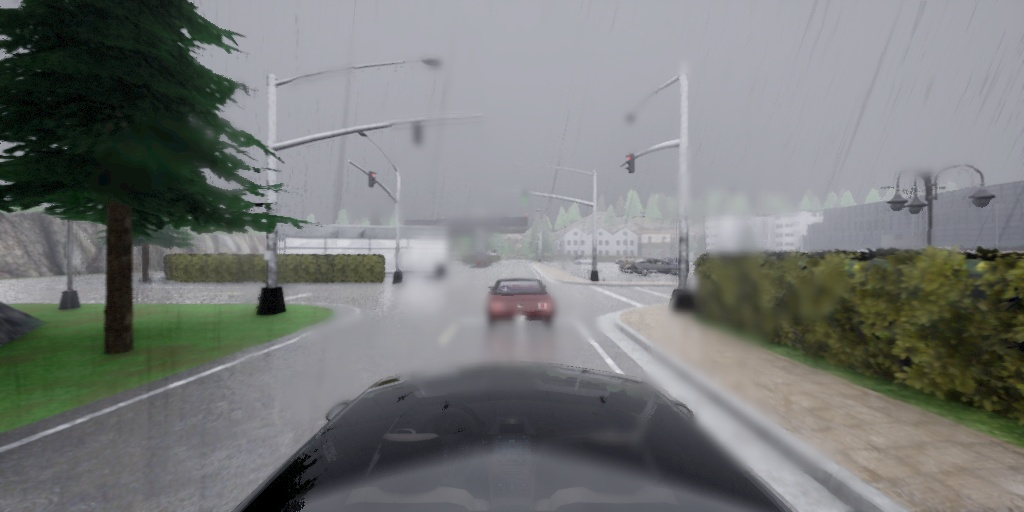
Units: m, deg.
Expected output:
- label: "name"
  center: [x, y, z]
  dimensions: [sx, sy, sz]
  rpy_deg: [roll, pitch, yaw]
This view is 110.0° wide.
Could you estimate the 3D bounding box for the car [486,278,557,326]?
- label: "car"
  center: [0.188, 1.341, 11.508]
  dimensions: [1.895, 1.301, 4.718]
  rpy_deg: [0, 0, -2]
